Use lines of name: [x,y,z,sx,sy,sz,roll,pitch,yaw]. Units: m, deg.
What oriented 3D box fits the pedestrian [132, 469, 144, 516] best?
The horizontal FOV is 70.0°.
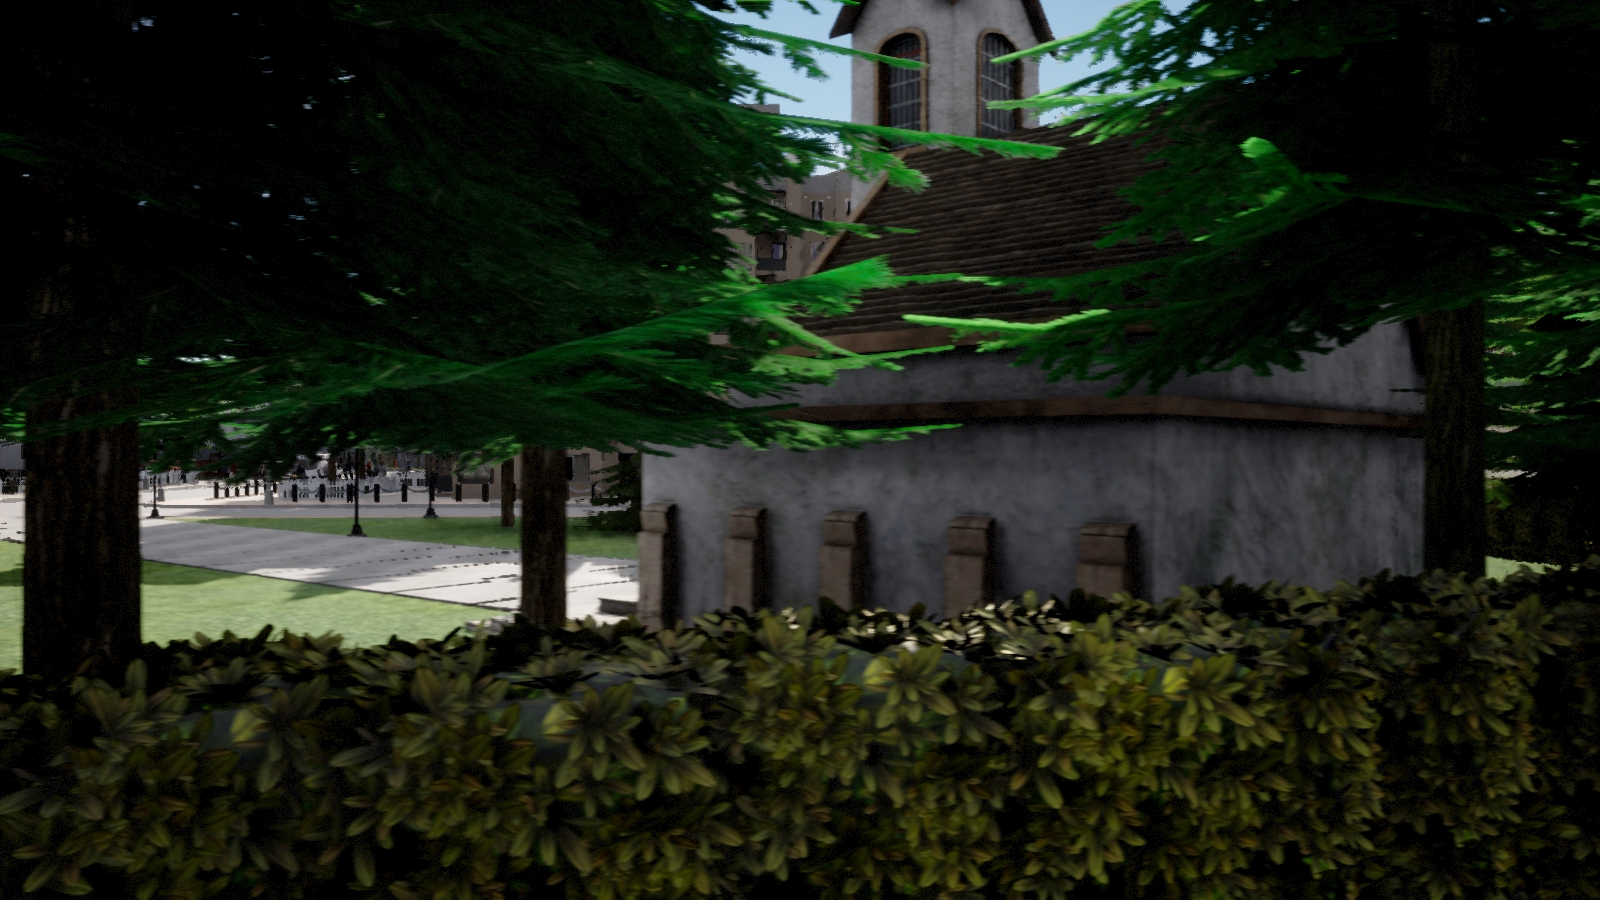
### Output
pedestrian: [-26.353,1.689,45.474,0.375,1.860,0.375,0,0,-23]
